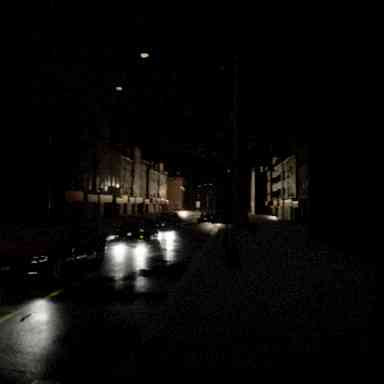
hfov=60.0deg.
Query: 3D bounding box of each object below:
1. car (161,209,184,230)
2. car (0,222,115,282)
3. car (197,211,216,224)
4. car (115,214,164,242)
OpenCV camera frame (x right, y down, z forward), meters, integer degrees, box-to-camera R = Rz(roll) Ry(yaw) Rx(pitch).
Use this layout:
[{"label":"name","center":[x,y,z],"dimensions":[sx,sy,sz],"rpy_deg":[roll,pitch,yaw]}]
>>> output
[{"label":"car","center":[-2.185,2.633,30.930],"dimensions":[2.128,1.511,4.902],"rpy_deg":[1,-2,7]},{"label":"car","center":[-4.502,1.817,11.129],"dimensions":[1.882,1.535,5.008],"rpy_deg":[1,-2,8]},{"label":"car","center":[1.784,3.122,40.020],"dimensions":[1.994,1.385,4.181],"rpy_deg":[1,-2,7]},{"label":"car","center":[-3.359,2.301,20.941],"dimensions":[1.994,1.385,4.181],"rpy_deg":[1,-2,6]}]
